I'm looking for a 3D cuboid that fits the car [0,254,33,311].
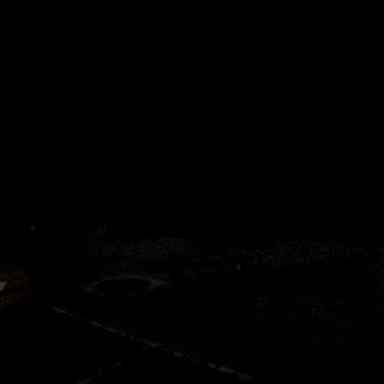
[{"bbox_3d":[-5.096,1.522,6.750,4.829,1.417,1.752,0,0,37],"label":"car"}]
